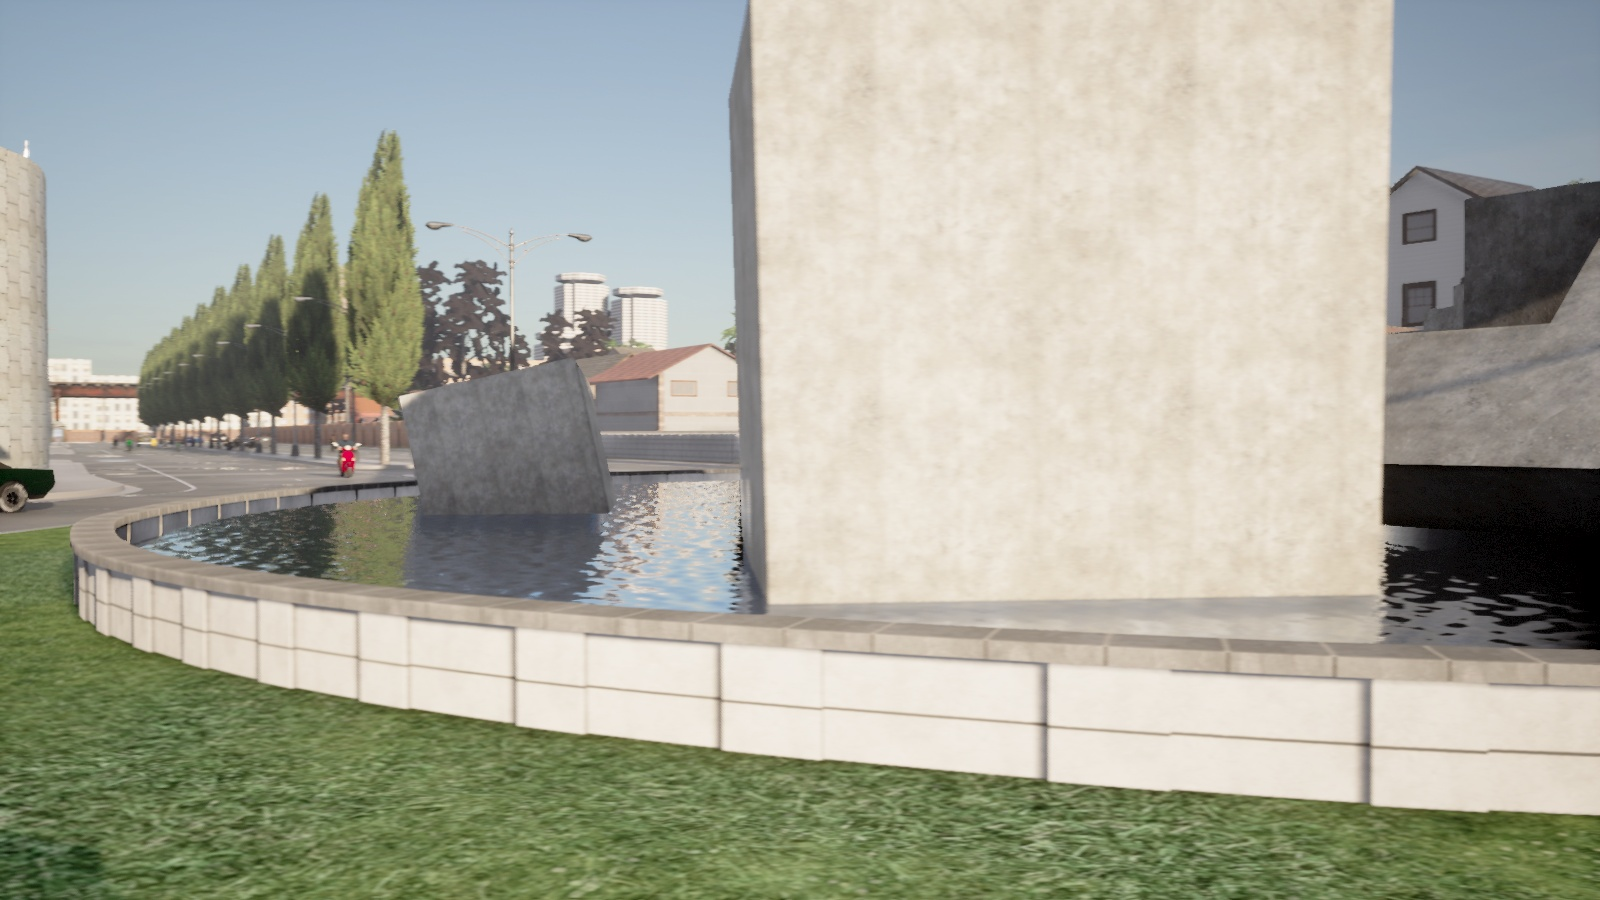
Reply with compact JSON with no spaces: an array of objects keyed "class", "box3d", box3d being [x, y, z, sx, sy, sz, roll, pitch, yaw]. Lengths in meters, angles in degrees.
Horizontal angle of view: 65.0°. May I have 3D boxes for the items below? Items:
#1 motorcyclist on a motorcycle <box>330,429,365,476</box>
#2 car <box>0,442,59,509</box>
[{"class":"motorcyclist on a motorcycle","box3d":[-16.006,0.073,44.386,0.866,1.590,1.817,0,1,-30]},{"class":"car","box3d":[-16.948,0.509,24.033,1.895,1.301,4.718,1,1,17]}]
